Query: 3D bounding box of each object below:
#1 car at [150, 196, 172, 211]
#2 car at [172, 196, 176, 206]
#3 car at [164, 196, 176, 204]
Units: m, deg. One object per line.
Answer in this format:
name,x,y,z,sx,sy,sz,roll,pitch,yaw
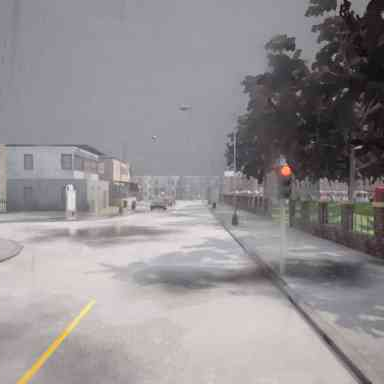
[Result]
car,-4.081,1.547,41.941,2.033,1.411,5.357,0,0,0
car,-4.070,1.351,52.043,2.097,1.767,4.553,0,0,0
car,-4.036,1.525,62.259,1.812,1.442,4.674,0,0,1
